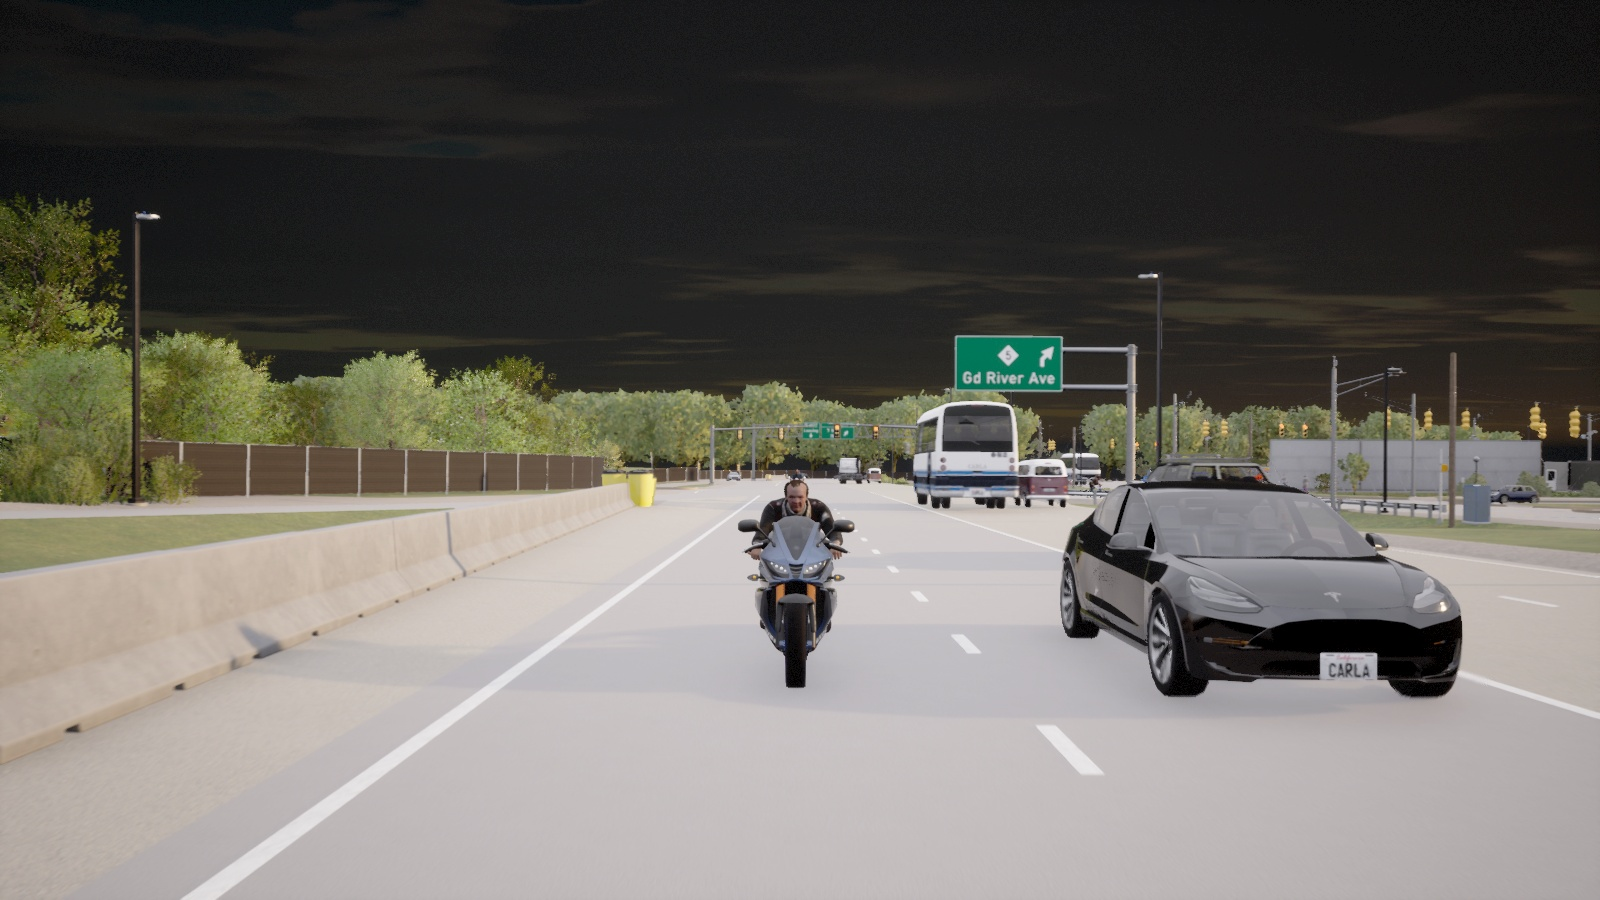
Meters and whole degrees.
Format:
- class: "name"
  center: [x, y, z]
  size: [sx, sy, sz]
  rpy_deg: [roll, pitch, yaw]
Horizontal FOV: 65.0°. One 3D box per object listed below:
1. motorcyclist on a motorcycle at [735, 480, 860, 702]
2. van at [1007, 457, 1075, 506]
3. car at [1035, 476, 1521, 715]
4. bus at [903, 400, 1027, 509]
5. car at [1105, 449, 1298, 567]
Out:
- class: "motorcyclist on a motorcycle"
  center: [-0.023, 1.011, 9.875]
  size: [0.866, 1.530, 2.191]
  rpy_deg: [0, -1, 0]
- class: "van"
  center: [10.372, 1.349, 54.448]
  size: [2.069, 2.038, 4.480]
  rpy_deg: [0, -1, 0]
- class: "car"
  center: [3.476, 0.969, 10.354]
  size: [2.163, 1.488, 4.792]
  rpy_deg: [0, -1, 0]
- class: "bus"
  center: [6.868, 0.259, 54.122]
  size: [3.944, 4.253, 10.273]
  rpy_deg: [0, -1, 0]
- class: "car"
  center: [6.947, 0.960, 22.291]
  size: [1.932, 1.855, 4.605]
  rpy_deg: [0, -1, 0]
